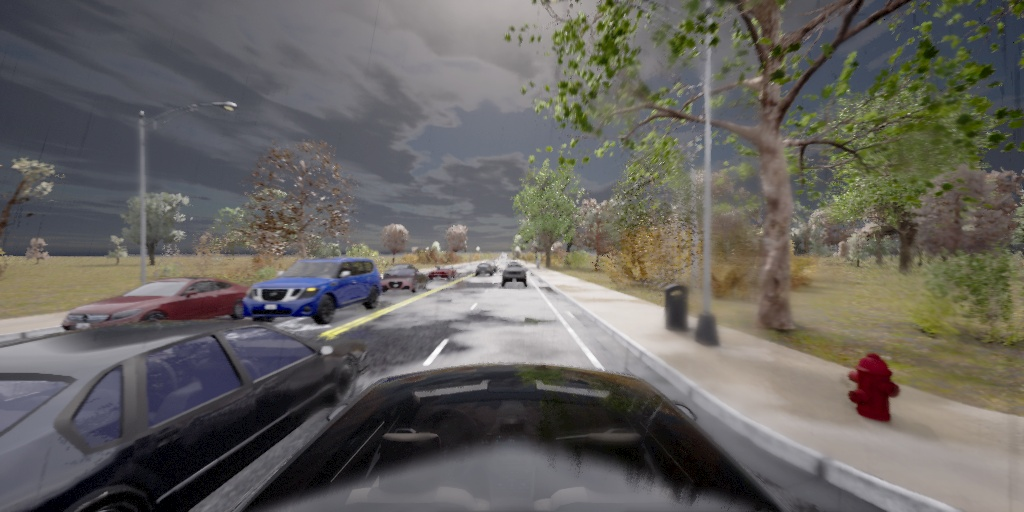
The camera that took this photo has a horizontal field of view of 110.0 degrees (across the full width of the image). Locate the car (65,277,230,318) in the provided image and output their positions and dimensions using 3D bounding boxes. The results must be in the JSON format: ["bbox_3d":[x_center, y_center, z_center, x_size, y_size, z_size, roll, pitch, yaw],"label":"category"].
[{"bbox_3d":[-9.820,1.362,10.565,1.812,1.442,4.674,0,0,1],"label":"car"}]

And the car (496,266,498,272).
[{"bbox_3d":[-3.054,1.644,51.459,1.895,1.301,4.718,0,0,0],"label":"car"}]

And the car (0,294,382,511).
[{"bbox_3d":[-3.142,1.310,3.261,2.033,1.411,5.357,0,-1,0],"label":"car"}]

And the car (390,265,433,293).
[{"bbox_3d":[-6.509,1.463,22.063,1.994,1.385,4.181,0,0,0],"label":"car"}]

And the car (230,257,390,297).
[{"bbox_3d":[-6.526,1.069,12.645,2.150,2.045,5.566,0,0,3],"label":"car"}]

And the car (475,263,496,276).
[{"bbox_3d":[-3.105,1.520,40.807,1.812,1.442,4.674,0,0,0],"label":"car"}]

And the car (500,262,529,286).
[{"bbox_3d":[0.186,1.432,27.491,1.837,1.490,4.892,0,0,0],"label":"car"}]

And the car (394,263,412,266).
[{"bbox_3d":[-9.702,1.428,31.833,1.882,1.535,5.008,0,0,1],"label":"car"}]

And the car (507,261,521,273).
[{"bbox_3d":[0.263,1.542,50.212,1.837,1.490,4.892,0,0,1],"label":"car"}]

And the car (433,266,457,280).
[{"bbox_3d":[-6.431,1.560,33.709,1.895,1.301,4.718,0,0,1],"label":"car"}]
